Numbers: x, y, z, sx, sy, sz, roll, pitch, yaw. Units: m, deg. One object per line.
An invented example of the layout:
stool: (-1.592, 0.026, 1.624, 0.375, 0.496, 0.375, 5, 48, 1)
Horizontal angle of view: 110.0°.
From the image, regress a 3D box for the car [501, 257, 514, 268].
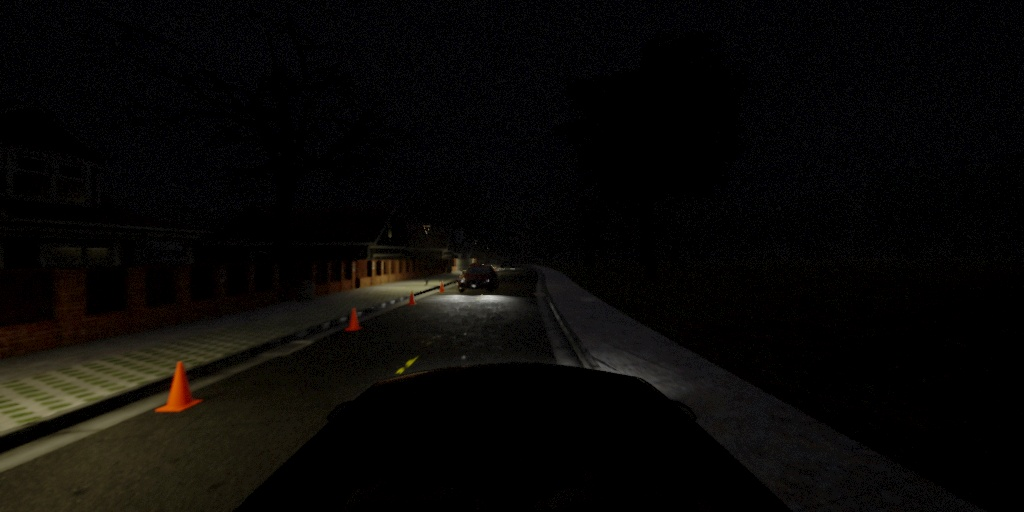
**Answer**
car: (-0.821, 1.148, 64.620, 2.150, 2.045, 5.566, 0, 0, -1)

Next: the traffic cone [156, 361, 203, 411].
traffic cone: (-4.417, 1.701, 4.776, 0.340, 0.580, 0.340, 0, 0, 1)

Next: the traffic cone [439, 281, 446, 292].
traffic cone: (-3.890, 1.699, 19.887, 0.340, 0.580, 0.340, 0, 0, 3)

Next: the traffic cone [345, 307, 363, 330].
traffic cone: (-4.323, 1.701, 9.816, 0.340, 0.580, 0.340, 0, 0, 2)

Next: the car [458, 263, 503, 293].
car: (-1.825, 1.272, 20.806, 1.812, 1.442, 4.674, 0, 0, 4)

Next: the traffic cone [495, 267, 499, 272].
traffic cone: (-2.144, 1.740, 44.785, 0.340, 0.580, 0.340, 0, 0, 2)

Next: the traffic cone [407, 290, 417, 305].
traffic cone: (-4.148, 1.700, 14.853, 0.340, 0.580, 0.340, 0, 0, 2)
